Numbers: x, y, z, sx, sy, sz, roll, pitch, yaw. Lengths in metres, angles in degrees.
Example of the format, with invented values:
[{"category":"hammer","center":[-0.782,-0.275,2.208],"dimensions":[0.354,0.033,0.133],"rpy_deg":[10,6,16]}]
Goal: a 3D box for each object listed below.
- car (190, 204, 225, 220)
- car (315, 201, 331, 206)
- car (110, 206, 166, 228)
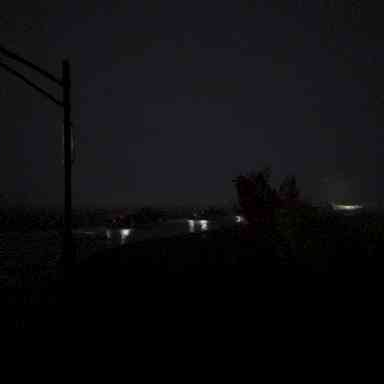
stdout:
[{"category":"car","center":[1.687,2.004,34.010],"dimensions":[1.812,1.442,4.674],"rpy_deg":[-2,-2,36]},{"category":"car","center":[22.304,2.286,56.543],"dimensions":[2.033,1.411,5.357],"rpy_deg":[-2,-2,36]},{"category":"car","center":[-4.124,1.845,25.932],"dimensions":[1.882,1.535,5.008],"rpy_deg":[-2,-2,36]}]
